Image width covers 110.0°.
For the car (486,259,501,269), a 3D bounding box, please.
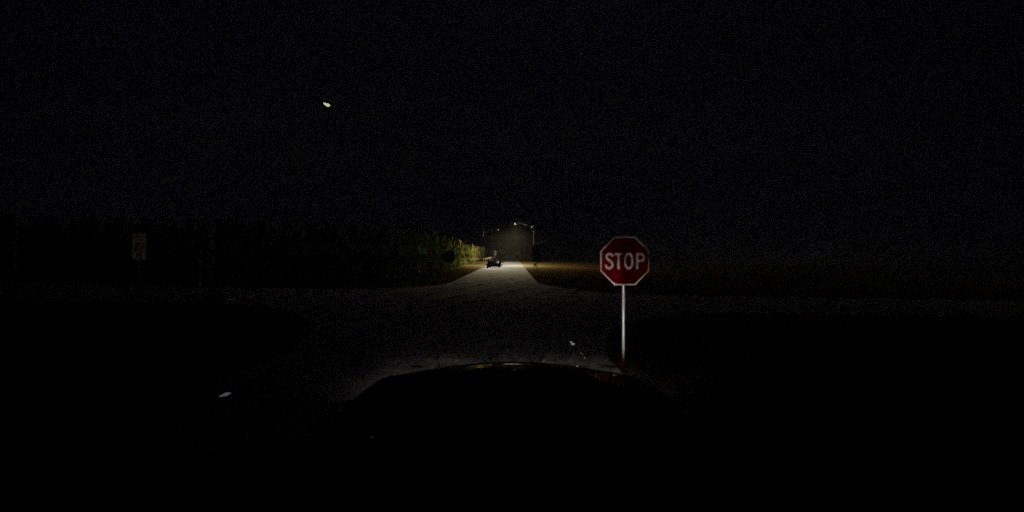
[{"bbox_3d":[-2.669,1.136,53.285,1.994,1.385,4.181,0,0,0],"label":"car"}]
